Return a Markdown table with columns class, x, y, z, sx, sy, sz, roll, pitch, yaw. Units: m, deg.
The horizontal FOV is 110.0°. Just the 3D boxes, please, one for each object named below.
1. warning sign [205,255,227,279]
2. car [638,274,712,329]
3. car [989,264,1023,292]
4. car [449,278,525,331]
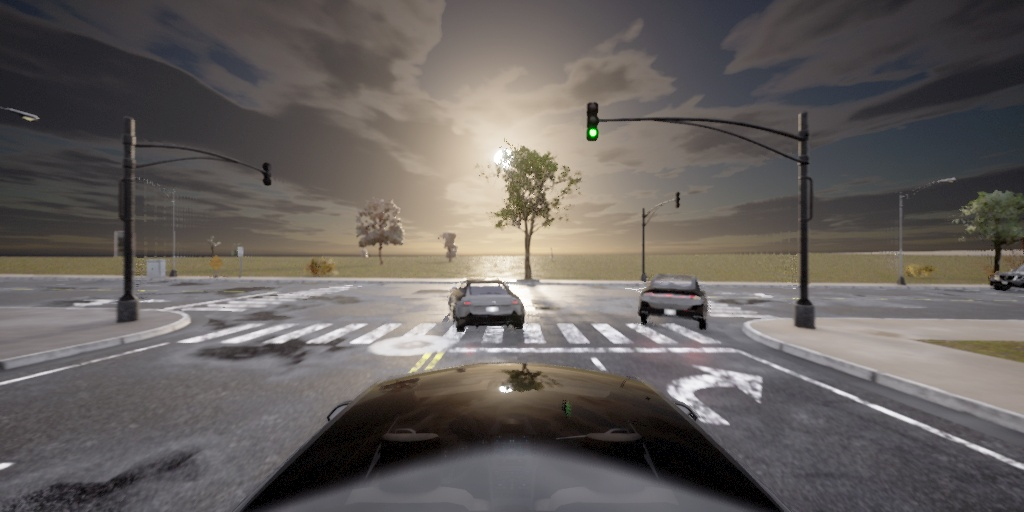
| class | x | y | z | sx | sy | sz | roll | pitch | yaw |
| --- | --- | --- | --- | --- | --- | --- | --- | --- | --- |
| warning sign | -23.443 | 0.833 | 28.400 | 1.060 | 1.860 | 1.300 | 0 | 0 | 2 |
| car | 5.457 | 1.364 | 11.939 | 2.128 | 1.511 | 4.902 | 1 | -1 | 28 |
| car | 35.961 | 1.465 | 24.080 | 5.566 | 2.045 | 2.150 | 0 | 0 | 2 |
| car | -0.952 | 1.402 | 11.516 | 1.994 | 1.385 | 4.181 | 0 | 0 | -12 |
